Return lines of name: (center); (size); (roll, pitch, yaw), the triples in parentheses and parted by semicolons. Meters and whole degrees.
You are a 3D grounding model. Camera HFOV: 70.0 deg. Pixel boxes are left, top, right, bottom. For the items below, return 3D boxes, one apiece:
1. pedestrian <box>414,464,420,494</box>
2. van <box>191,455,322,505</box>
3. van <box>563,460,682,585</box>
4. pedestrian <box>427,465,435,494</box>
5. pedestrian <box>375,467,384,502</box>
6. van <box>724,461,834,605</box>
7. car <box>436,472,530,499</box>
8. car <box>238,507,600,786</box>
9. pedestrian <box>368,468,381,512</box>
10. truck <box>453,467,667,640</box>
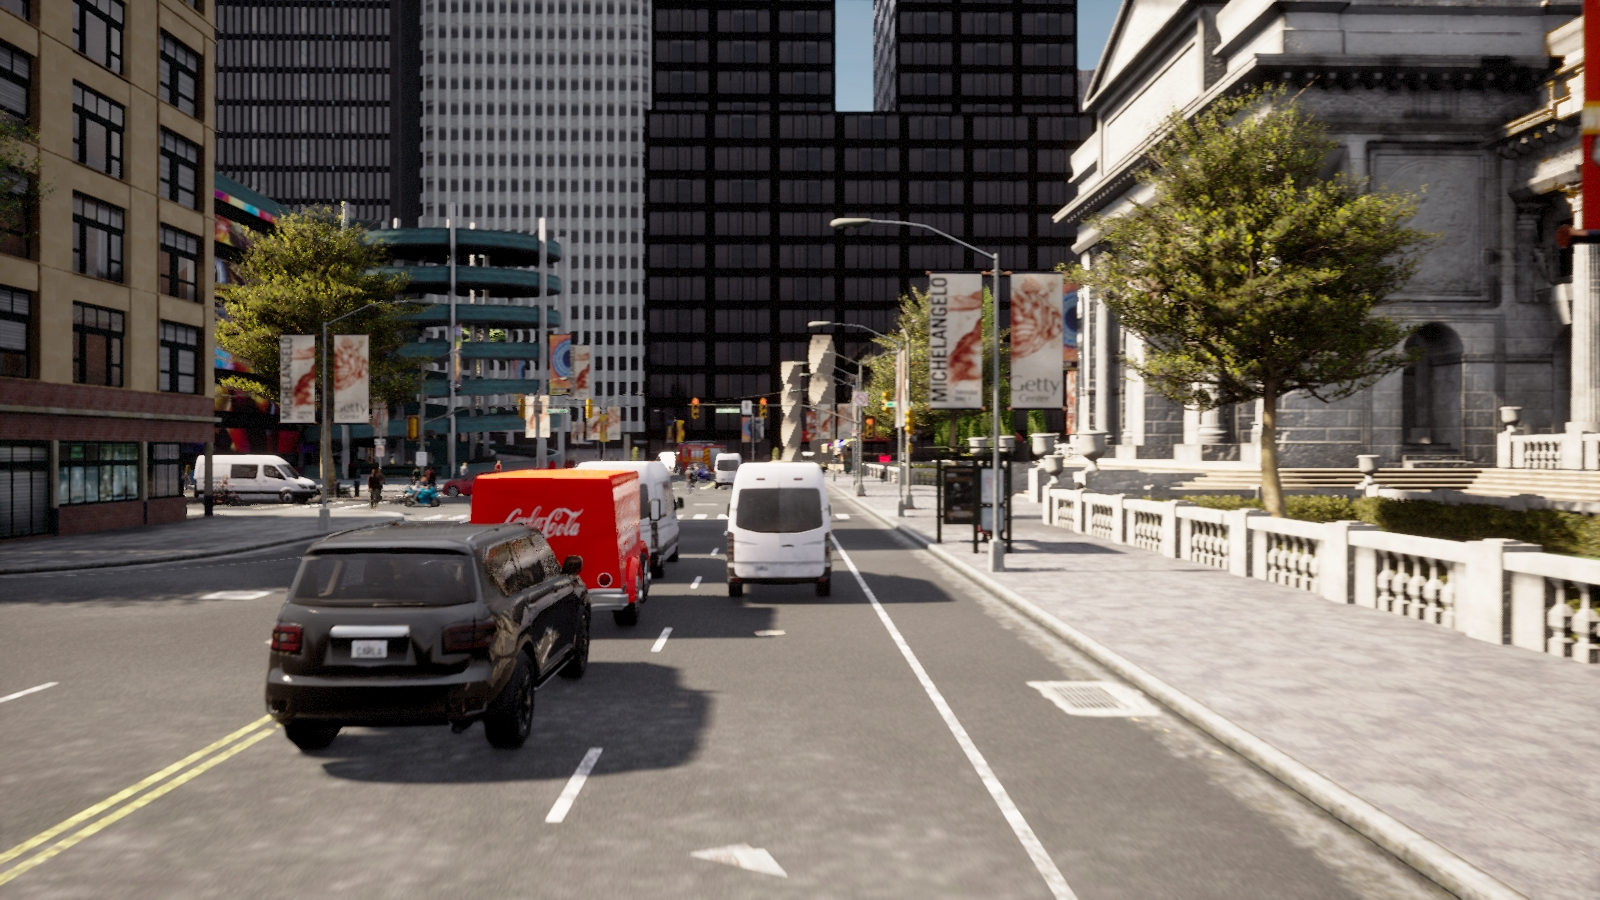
pedestrian: (-24.607, 1.858, 73.406); (0.375, 1.860, 0.375); (0, 0, -15)
van: (-28.458, 1.546, 59.970); (5.915, 2.561, 1.988); (0, 0, -1)
van: (-4.008, 1.536, 26.815); (1.988, 2.561, 5.915); (0, 0, -1)
pedestrian: (-23.352, 1.858, 72.236); (0.375, 1.860, 0.375); (0, 0, 5)
pedestrian: (-22.502, 1.858, 61.154); (0.375, 1.860, 0.375); (0, 0, -8)
van: (-0.442, 1.535, 23.700); (1.988, 2.561, 5.915); (0, 0, -1)
car: (-18.823, 2.070, 67.861); (4.892, 1.480, 2.231); (0, 0, 12)
car: (-3.672, 1.781, 12.336); (2.150, 2.045, 5.566); (0, 0, -1)
pedestrian: (-18.220, 1.703, 48.929); (0.375, 1.860, 0.375); (0, 0, 37)
truck: (-3.851, 1.570, 19.491); (2.627, 2.467, 5.204); (0, 0, -1)
